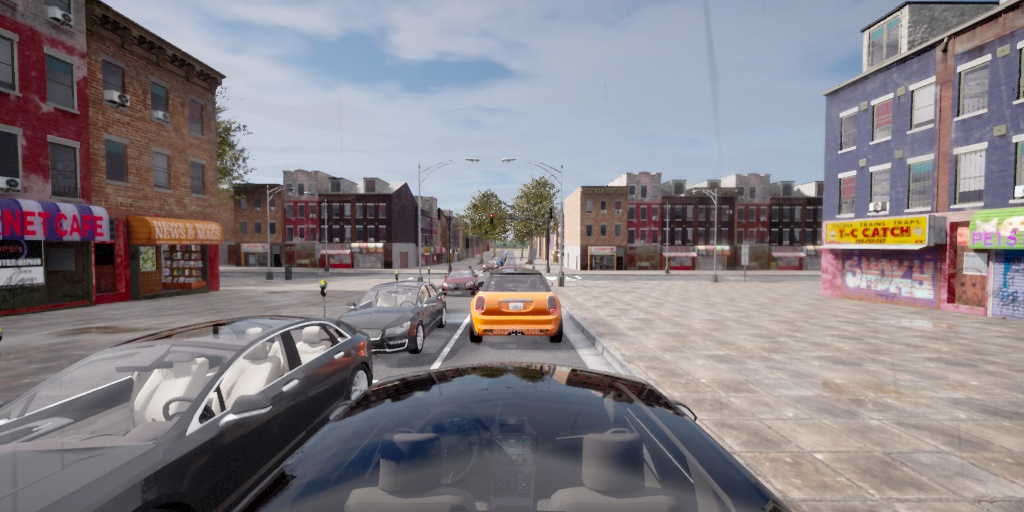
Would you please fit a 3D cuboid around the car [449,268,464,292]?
[{"bbox_3d":[-2.673,1.336,19.436,1.802,1.307,4.207,0,0,0],"label":"car"}]

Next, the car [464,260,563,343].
[{"bbox_3d":[0.085,1.101,9.852,2.097,1.767,4.553,0,0,0],"label":"car"}]

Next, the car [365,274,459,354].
[{"bbox_3d":[-2.653,1.299,8.542,2.007,1.370,4.403,0,0,0],"label":"car"}]

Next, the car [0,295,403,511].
[{"bbox_3d":[-2.643,1.300,3.094,2.007,1.370,4.403,0,0,0],"label":"car"}]

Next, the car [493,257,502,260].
[{"bbox_3d":[-2.724,1.244,46.212,1.967,1.591,4.097,0,0,0],"label":"car"}]
